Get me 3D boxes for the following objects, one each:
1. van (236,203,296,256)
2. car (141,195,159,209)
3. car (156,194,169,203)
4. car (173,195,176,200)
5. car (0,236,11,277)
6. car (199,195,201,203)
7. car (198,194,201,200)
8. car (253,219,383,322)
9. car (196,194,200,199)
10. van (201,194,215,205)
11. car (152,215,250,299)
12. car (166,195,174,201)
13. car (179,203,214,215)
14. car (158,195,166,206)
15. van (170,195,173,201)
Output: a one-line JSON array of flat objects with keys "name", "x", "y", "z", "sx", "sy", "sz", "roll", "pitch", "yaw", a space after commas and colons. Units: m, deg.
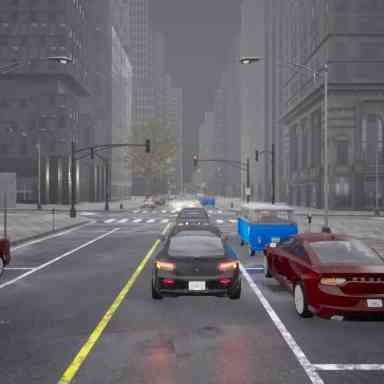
[{"name": "van", "x": 2.739, "y": 1.343, "z": 12.780, "sx": 1.690, "sy": 1.788, "sz": 3.998, "roll": 0, "pitch": 0, "yaw": 0}, {"name": "car", "x": -5.913, "y": 1.547, "z": 45.168, "sx": 1.752, "sy": 1.417, "sz": 4.829, "roll": 0, "pitch": 0, "yaw": 0}, {"name": "car", "x": -5.958, "y": 1.352, "z": 61.208, "sx": 2.192, "sy": 1.841, "sz": 5.009, "roll": 0, "pitch": 0, "yaw": 0}, {"name": "car", "x": -6.045, "y": 1.639, "z": 87.651, "sx": 1.947, "sy": 1.339, "sz": 4.313, "roll": 0, "pitch": 0, "yaw": 0}, {"name": "car", "x": -5.800, "y": 1.545, "z": 7.245, "sx": 1.887, "sy": 1.381, "sz": 4.507, "roll": 0, "pitch": 0, "yaw": 0}, {"name": "car", "x": 2.582, "y": 1.597, "z": 56.177, "sx": 1.947, "sy": 1.339, "sz": 4.313, "roll": 0, "pitch": 0, "yaw": 0}, {"name": "car", "x": 2.565, "y": 1.582, "z": 61.590, "sx": 1.887, "sy": 1.381, "sz": 4.507, "roll": 0, "pitch": 0, "yaw": 0}, {"name": "car", "x": 2.755, "y": 1.546, "z": 7.254, "sx": 1.887, "sy": 1.381, "sz": 4.507, "roll": 0, "pitch": 0, "yaw": 0}, {"name": "car", "x": 2.530, "y": 1.602, "z": 72.417, "sx": 2.008, "sy": 1.369, "sz": 4.403, "roll": 0, "pitch": 0, "yaw": 0}, {"name": "van", "x": 2.601, "y": 1.367, "z": 50.764, "sx": 1.690, "sy": 1.788, "sz": 3.998, "roll": 0, "pitch": 0, "yaw": 0}, {"name": "car", "x": 0.081, "y": 1.527, "z": 8.306, "sx": 1.812, "sy": 1.442, "sz": 4.674, "roll": 0, "pitch": 0, "yaw": 0}, {"name": "car", "x": -6.062, "y": 1.607, "z": 92.771, "sx": 1.752, "sy": 1.417, "sz": 4.829, "roll": 0, "pitch": 0, "yaw": 0}, {"name": "car", "x": 0.043, "y": 1.551, "z": 17.895, "sx": 2.033, "sy": 1.411, "sz": 5.357, "roll": 0, "pitch": 0, "yaw": 0}, {"name": "car", "x": -5.942, "y": 1.576, "z": 55.918, "sx": 1.887, "sy": 1.381, "sz": 4.507, "roll": 0, "pitch": 0, "yaw": 0}, {"name": "van", "x": -6.010, "y": 1.399, "z": 77.074, "sx": 1.690, "sy": 1.788, "sz": 3.998, "roll": 0, "pitch": 0, "yaw": 0}]
